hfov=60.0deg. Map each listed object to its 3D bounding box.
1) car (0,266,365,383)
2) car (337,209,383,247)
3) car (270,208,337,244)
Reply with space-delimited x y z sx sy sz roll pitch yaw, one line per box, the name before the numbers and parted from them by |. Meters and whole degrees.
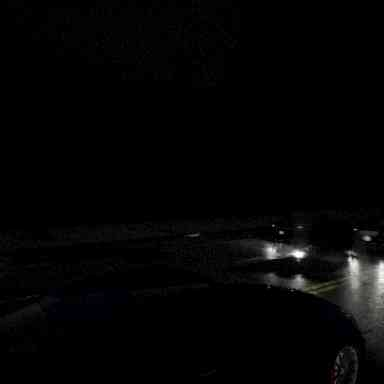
car | -0.171 1.520 3.320 4.674 1.442 1.812 0 0 -36
car | 8.473 1.446 13.728 4.902 1.511 2.128 0 0 -35
car | 5.779 1.483 15.801 4.674 1.442 1.812 0 0 -35
